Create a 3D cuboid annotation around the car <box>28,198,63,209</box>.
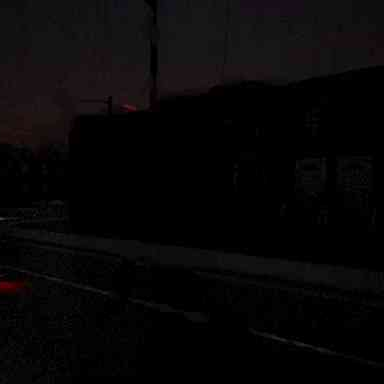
[{"bbox_3d":[-20.295,1.559,46.354,1.812,1.442,4.674,0,0,36],"label":"car"}]
